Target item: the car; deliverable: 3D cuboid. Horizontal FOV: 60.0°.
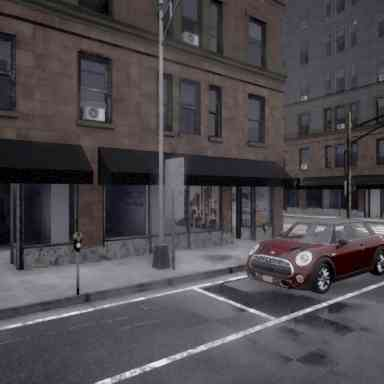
[{"bbox_3d":[3.312,1.440,8.722,4.097,1.590,1.967,0,0,-37],"label":"car"}]
